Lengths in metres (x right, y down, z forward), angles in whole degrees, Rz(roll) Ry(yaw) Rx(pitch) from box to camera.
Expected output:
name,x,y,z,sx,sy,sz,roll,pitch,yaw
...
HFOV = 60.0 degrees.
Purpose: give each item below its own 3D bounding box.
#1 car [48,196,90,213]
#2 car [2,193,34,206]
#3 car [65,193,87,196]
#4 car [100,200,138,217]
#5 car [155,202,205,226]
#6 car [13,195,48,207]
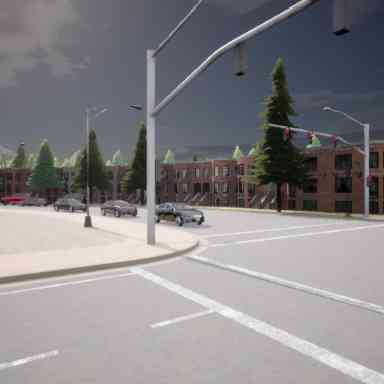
name,x,y,z,sx,sy,sz,roll,pitch,yaw
car,-13.826,1.505,37.793,4.892,1.490,1.837,0,0,37
car,-29.030,1.221,55.920,5.566,2.045,2.150,0,0,10
car,-18.912,1.221,52.862,5.566,2.045,2.150,0,0,23
car,-6.840,1.505,30.895,1.837,1.490,4.892,0,0,-40
car,-1.077,1.491,23.342,2.128,1.511,4.902,0,0,-36
car,-24.170,1.547,51.131,5.357,1.411,2.033,0,0,17
